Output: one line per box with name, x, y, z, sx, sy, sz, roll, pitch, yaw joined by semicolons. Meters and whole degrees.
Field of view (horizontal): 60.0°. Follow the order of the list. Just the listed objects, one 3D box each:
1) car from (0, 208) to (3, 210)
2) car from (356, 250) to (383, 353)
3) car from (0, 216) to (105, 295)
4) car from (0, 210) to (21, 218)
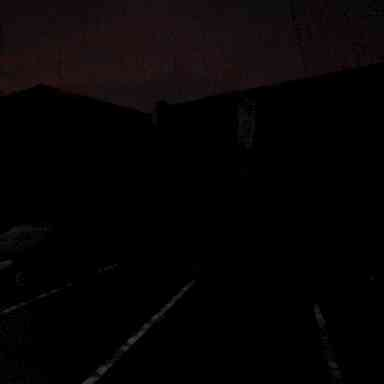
car;-8.965;1.365;12.543;2.185;1.767;4.553;1;-1;16
car;3.231;1.487;3.789;2.231;1.521;4.892;1;-1;15
car;-4.096;1.527;9.016;2.002;1.452;4.674;1;-1;16
car;-6.545;1.517;10.734;2.163;1.488;4.792;1;-1;16
